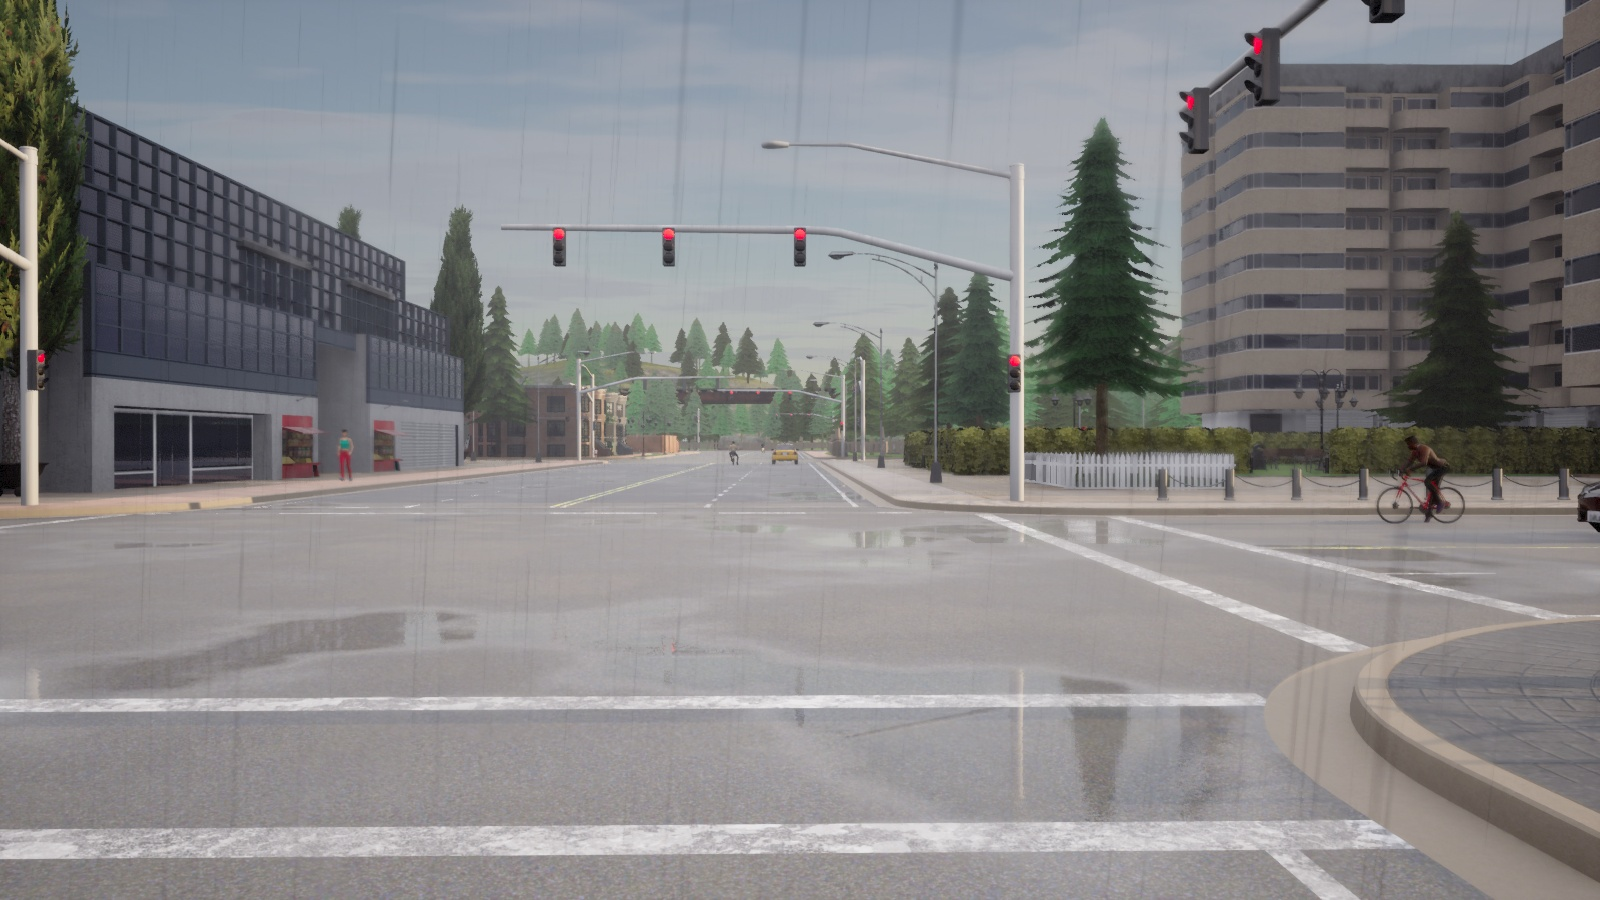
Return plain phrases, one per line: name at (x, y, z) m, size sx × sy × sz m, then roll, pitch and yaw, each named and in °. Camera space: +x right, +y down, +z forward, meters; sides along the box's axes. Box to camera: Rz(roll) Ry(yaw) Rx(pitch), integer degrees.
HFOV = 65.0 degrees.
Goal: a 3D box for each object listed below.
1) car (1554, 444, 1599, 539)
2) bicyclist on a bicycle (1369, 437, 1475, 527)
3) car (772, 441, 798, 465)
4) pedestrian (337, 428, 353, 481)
car at (14.827, 0.647, 19.625) m, size 4.792 × 1.488 × 2.163 m, roll 0°, pitch 0°, yaw -1°
bicyclist on a bicycle at (11.414, 0.578, 23.080) m, size 1.656 × 1.620 × 0.582 m, roll 0°, pitch 0°, yaw -1°
car at (-1.048, 0.189, 87.747) m, size 1.801 × 1.575 × 5.366 m, roll 0°, pitch 0°, yaw -1°
pedestrian at (-15.938, 0.144, 43.994) m, size 0.345 × 1.836 × 0.594 m, roll 0°, pitch 0°, yaw -1°
